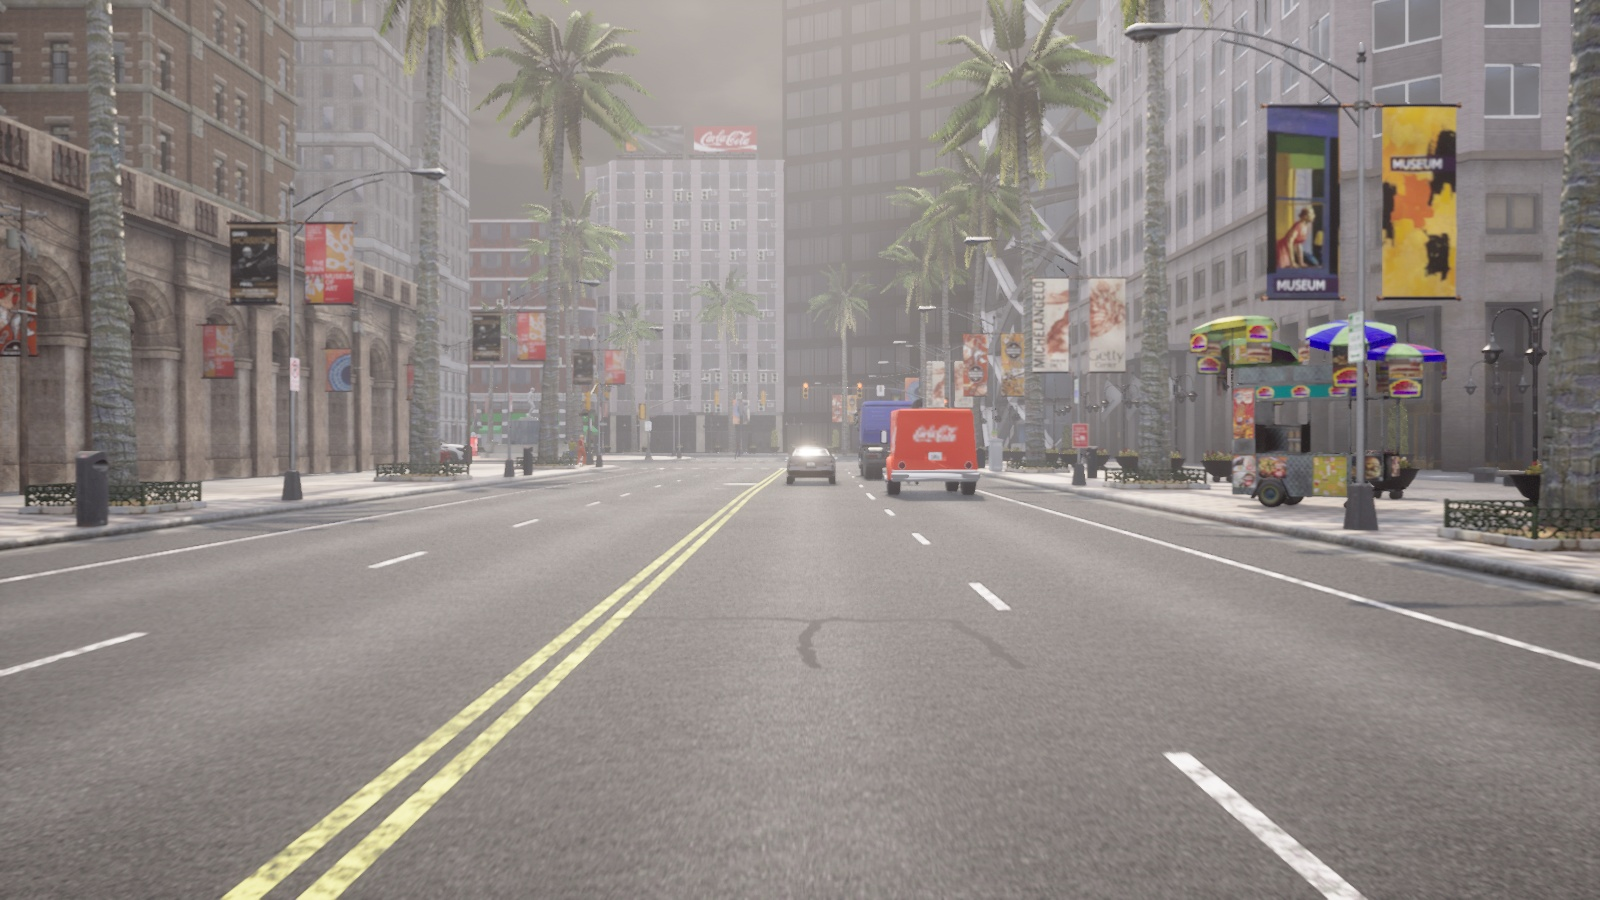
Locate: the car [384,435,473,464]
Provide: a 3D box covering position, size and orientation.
[{"bbox_3d":[-25.886,-0.050,87.682,5.566,2.045,2.150,0,0,1],"label":"car"}]

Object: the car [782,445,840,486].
[{"bbox_3d":[0.424,0.531,46.642,2.033,1.411,5.357,0,0,1],"label":"car"}]

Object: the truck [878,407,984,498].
[{"bbox_3d":[3.745,0.055,36.884,2.627,2.467,5.204,0,0,1],"label":"truck"}]

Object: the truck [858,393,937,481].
[{"bbox_3d":[4.046,-0.535,53.750,2.891,3.462,7.936,0,0,1],"label":"truck"}]

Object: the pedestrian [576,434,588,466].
[{"bbox_3d":[-12.263,-0.004,70.577,0.345,1.836,0.594,0,0,31],"label":"pedestrian"}]
